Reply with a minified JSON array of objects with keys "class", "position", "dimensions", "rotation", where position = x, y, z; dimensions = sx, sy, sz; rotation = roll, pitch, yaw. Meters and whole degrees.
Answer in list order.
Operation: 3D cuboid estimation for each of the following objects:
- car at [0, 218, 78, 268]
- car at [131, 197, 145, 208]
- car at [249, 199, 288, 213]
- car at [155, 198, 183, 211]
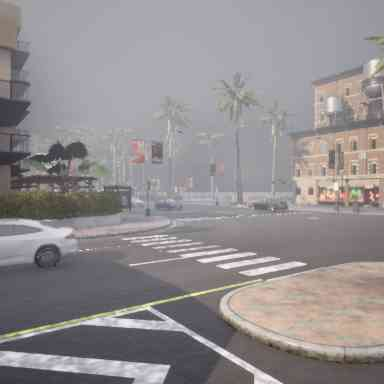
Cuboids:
[{"class":"car","position":[-5.777,1.526,9.705],"dimensions":[4.674,1.442,1.812],"rotation":[0,0,-36]},{"class":"car","position":[-8.815,1.526,49.846],"dimensions":[1.812,1.442,4.674],"rotation":[0,0,-35]},{"class":"car","position":[8.538,1.491,37.607],"dimensions":[2.128,1.511,4.902],"rotation":[0,0,-35]},{"class":"car","position":[-3.007,1.526,41.544],"dimensions":[1.812,1.442,4.674],"rotation":[0,0,-35]}]
